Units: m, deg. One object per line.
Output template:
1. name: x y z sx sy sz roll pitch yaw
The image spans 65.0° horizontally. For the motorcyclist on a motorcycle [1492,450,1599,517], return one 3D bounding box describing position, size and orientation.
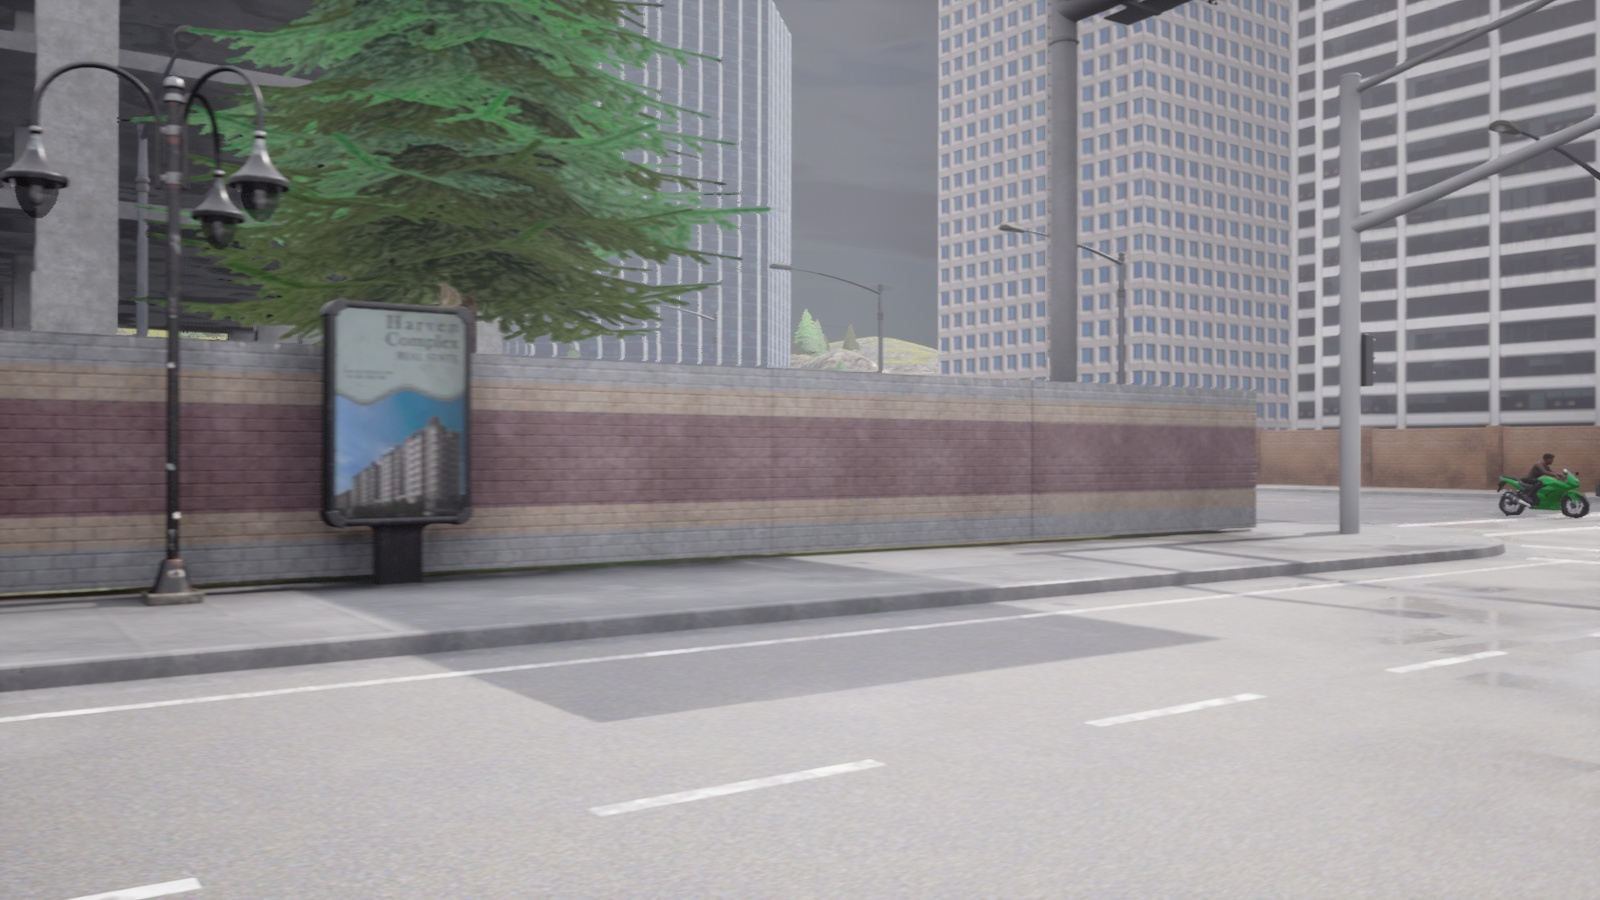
1. motorcyclist on a motorcycle: 17.531 0.762 29.539 0.797 1.523 2.044 0 0 -37
